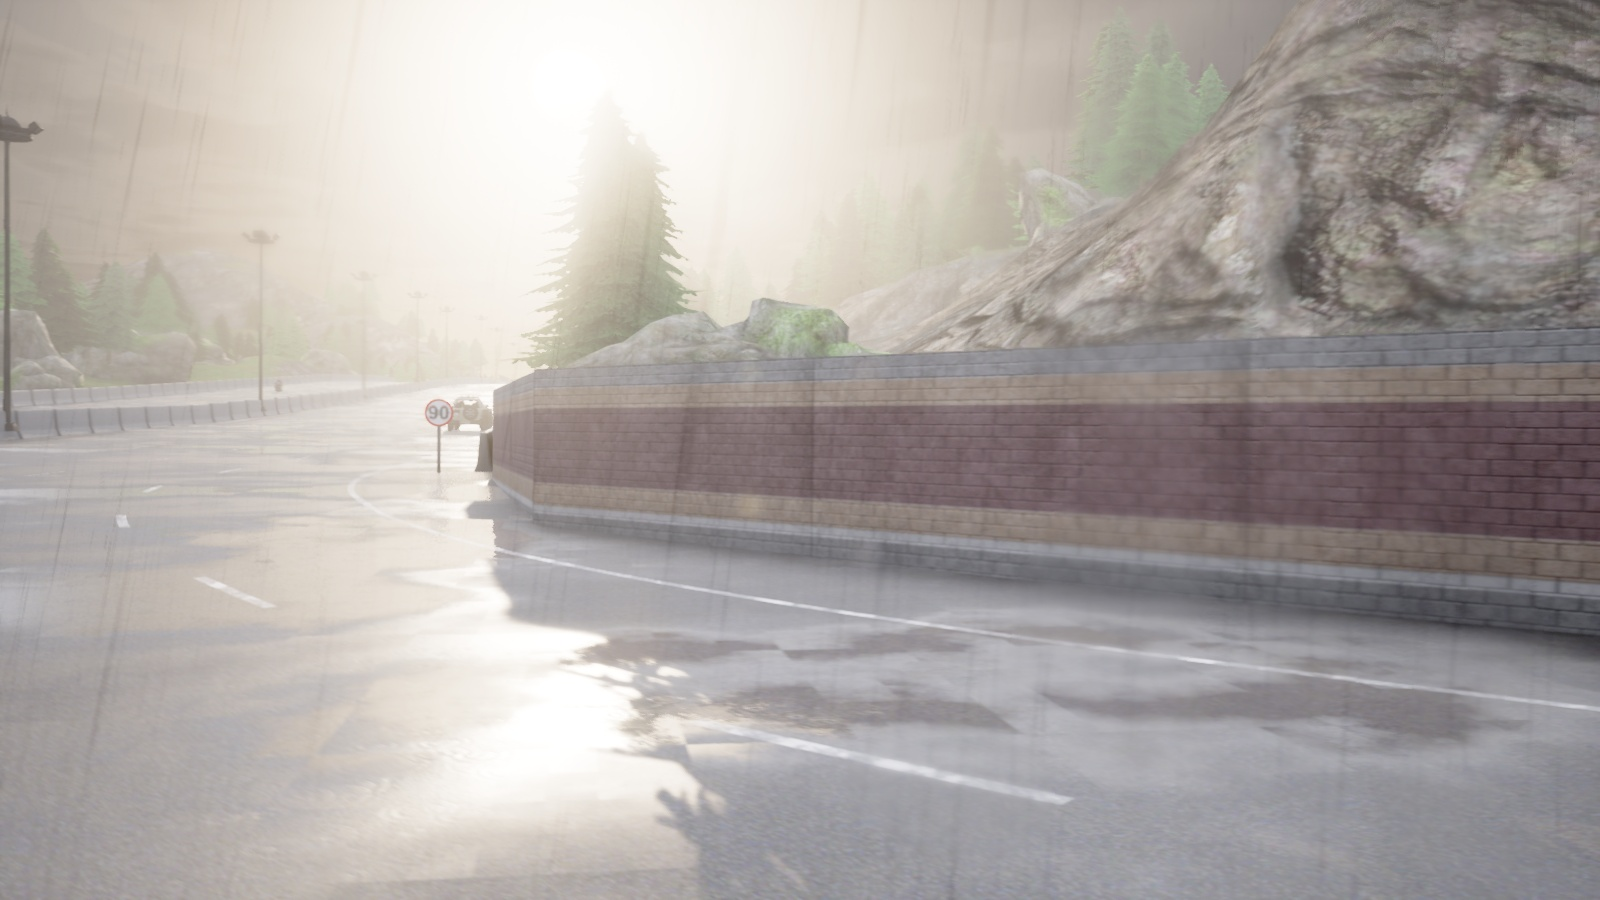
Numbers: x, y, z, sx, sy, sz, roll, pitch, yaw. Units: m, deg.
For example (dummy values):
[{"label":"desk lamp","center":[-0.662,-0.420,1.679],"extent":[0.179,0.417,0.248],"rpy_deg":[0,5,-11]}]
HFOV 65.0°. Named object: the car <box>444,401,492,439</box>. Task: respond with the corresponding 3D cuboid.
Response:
[{"label":"car","center":[-17.592,-1.636,66.695],"extent":[1.932,1.855,4.605],"rpy_deg":[-1,3,-9]}]
